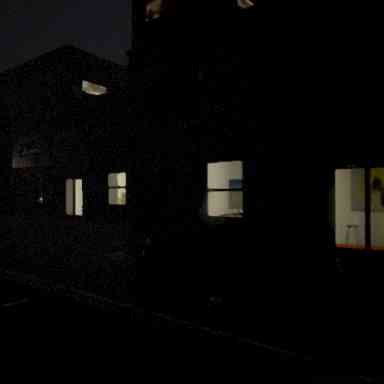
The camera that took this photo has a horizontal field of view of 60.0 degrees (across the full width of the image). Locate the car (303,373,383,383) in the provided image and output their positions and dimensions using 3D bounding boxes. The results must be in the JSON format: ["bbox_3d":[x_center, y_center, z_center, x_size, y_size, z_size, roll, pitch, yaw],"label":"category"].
[{"bbox_3d":[2.481,1.536,1.118,4.829,1.417,1.752,1,0,36],"label":"car"}]
